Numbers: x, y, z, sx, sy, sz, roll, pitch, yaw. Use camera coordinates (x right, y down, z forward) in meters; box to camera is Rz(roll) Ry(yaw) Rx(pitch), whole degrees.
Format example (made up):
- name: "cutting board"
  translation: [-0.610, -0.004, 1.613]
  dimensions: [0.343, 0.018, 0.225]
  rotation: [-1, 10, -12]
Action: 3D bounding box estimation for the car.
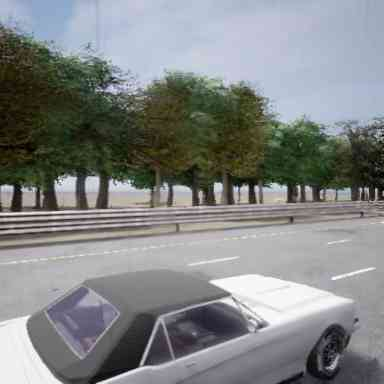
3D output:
- name: "car"
  translation: [-0.104, 1.601, 3.797]
  dimensions: [4.718, 1.301, 1.895]
  rotation: [0, 0, -35]
